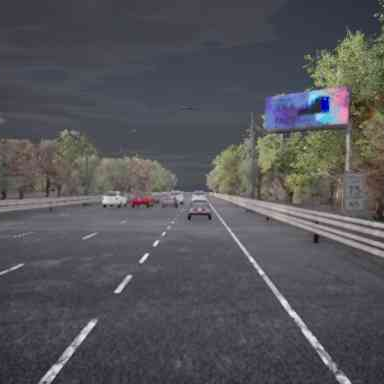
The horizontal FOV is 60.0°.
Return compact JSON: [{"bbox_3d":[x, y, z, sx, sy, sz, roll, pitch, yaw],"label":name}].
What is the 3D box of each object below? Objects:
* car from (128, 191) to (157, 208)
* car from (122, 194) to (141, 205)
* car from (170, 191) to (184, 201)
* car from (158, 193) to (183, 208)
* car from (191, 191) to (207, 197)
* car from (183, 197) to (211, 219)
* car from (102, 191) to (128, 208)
[{"bbox_3d":[-6.184,0.950,42.120,2.150,2.045,5.566,0,0,1],"label":"car"},{"bbox_3d":[-9.472,1.160,52.582,2.128,1.511,4.902,0,0,1],"label":"car"},{"bbox_3d":[-2.473,0.899,52.468,2.150,2.045,5.566,0,0,1],"label":"car"},{"bbox_3d":[-2.685,1.226,42.020,2.128,1.511,4.902,0,0,1],"label":"car"},{"bbox_3d":[1.065,0.913,50.715,2.150,2.045,5.566,0,0,2],"label":"car"},{"bbox_3d":[0.612,1.376,27.284,2.033,1.411,5.357,0,0,1],"label":"car"},{"bbox_3d":[-9.684,0.946,42.192,2.150,2.045,5.566,0,0,1],"label":"car"}]
